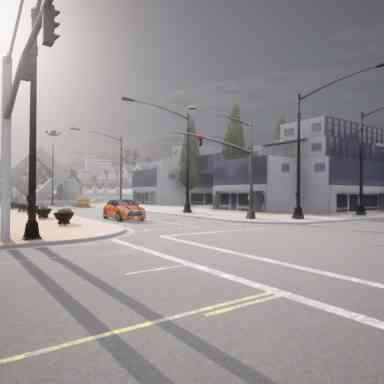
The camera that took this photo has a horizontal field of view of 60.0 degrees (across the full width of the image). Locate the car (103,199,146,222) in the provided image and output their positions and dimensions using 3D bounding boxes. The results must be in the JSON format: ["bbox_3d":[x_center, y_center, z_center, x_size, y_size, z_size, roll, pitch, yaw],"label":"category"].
[{"bbox_3d":[-5.472,1.354,26.686,2.097,1.767,4.553,1,0,-35],"label":"car"}]

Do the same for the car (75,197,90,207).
[{"bbox_3d":[-16.820,1.505,51.028,1.882,1.535,5.008,1,0,-21],"label":"car"}]
